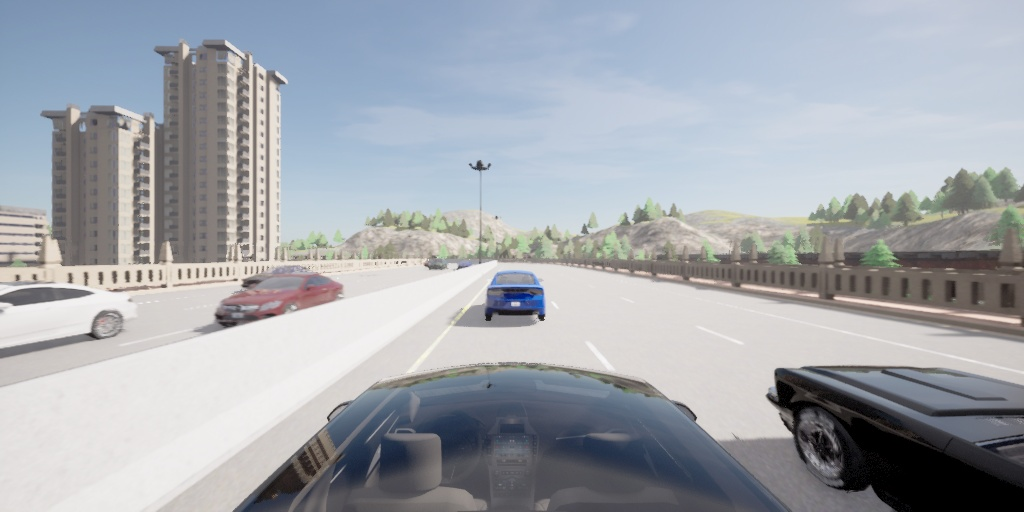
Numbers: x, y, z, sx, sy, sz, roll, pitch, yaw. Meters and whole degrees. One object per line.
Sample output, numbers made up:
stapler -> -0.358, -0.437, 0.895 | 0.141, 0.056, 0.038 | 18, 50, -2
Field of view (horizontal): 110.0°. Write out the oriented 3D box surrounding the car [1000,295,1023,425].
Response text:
car -> 7.101, 1.242, 1.988 | 2.128, 1.511, 4.902 | 0, 0, 0

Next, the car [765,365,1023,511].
car -> 3.600, 1.351, 1.613 | 1.895, 1.301, 4.718 | 0, 0, 0

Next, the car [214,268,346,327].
car -> -7.098, 1.280, 11.614 | 1.812, 1.442, 4.674 | 0, 0, 0

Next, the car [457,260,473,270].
car -> -7.052, 1.330, 54.492 | 1.812, 1.442, 4.674 | 0, 0, 0

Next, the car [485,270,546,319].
car -> 0.102, 1.232, 12.777 | 1.882, 1.535, 5.008 | 0, 0, 0

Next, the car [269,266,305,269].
car -> -14.097, 1.307, 22.337 | 2.033, 1.411, 5.357 | 0, 0, 0

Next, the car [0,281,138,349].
car -> -10.599, 1.278, 7.341 | 1.812, 1.442, 4.674 | 0, 0, 0

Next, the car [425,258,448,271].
car -> -10.561, 1.148, 51.327 | 2.097, 1.767, 4.553 | 0, 0, 0
